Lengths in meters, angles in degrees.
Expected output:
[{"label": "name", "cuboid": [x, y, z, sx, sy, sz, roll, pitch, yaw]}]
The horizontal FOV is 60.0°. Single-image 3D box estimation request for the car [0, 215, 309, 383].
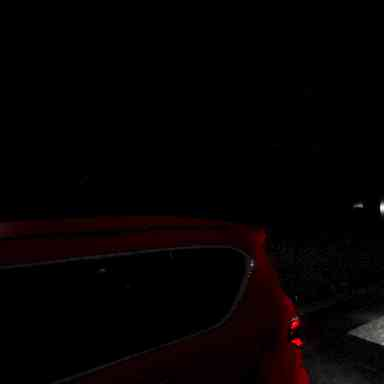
[{"label": "car", "cuboid": [-1.689, 1.224, 1.858, 5.566, 2.045, 2.150, 0, 0, -36]}]
